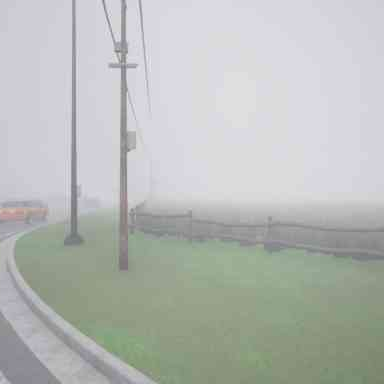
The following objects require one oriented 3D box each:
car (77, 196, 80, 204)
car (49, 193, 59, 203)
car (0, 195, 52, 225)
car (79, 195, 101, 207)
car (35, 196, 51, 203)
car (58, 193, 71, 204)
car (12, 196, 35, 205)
[{"bbox_3d":[-19.405,1.383,59.410,2.097,1.767,4.553,0,0,-6],"label":"car"},{"bbox_3d":[-27.298,1.261,67.033,2.150,2.045,5.566,0,0,-6],"label":"car"},{"bbox_3d":[-12.321,1.366,24.518,2.097,1.767,4.553,0,0,-6],"label":"car"},{"bbox_3d":[-14.935,1.516,50.097,2.128,1.511,4.902,0,0,-6],"label":"car"},{"bbox_3d":[-31.097,1.563,69.556,1.812,1.442,4.674,0,0,-6],"label":"car"},{"bbox_3d":[-23.341,1.386,63.492,2.097,1.767,4.553,0,0,-6],"label":"car"},{"bbox_3d":[-29.954,1.526,59.350,2.128,1.511,4.902,0,0,-6],"label":"car"}]
